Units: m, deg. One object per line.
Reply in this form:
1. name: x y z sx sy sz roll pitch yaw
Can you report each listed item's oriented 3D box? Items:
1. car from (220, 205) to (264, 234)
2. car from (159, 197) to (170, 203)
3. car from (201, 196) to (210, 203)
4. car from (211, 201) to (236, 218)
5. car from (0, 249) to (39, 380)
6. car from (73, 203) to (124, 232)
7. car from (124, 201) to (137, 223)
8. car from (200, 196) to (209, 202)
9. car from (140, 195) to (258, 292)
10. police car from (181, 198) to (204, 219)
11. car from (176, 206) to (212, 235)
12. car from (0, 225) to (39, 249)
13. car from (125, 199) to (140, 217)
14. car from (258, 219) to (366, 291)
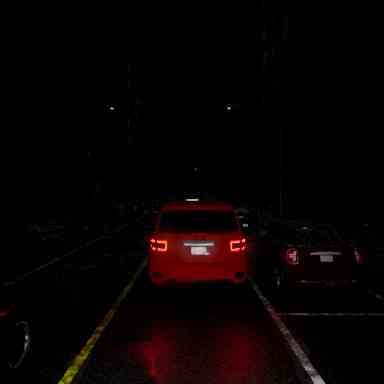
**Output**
1. car: 2.863 1.552 20.001 2.008 1.369 4.403 0 0 0
2. car: -5.604 1.626 68.111 1.802 1.307 4.206 0 0 0
3. car: 2.933 1.580 73.673 1.752 1.417 4.829 0 0 0
4. car: 2.869 1.569 31.003 1.947 1.339 4.313 0 0 0
5. car: -3.101 1.564 2.774 1.994 1.385 4.181 0 0 0
6. car: -5.662 1.567 20.005 1.947 1.339 4.313 0 0 0
7. car: -5.660 1.584 25.506 1.802 1.307 4.206 0 0 0
8. car: 2.946 1.617 78.911 2.008 1.369 4.403 0 0 0
9. car: 0.108 1.221 9.082 2.150 2.045 5.566 0 0 -1
10. police car: 0.014 1.428 30.116 1.930 1.638 5.238 0 0 0
11. car: 0.108 1.602 19.852 1.895 1.301 4.718 0 0 0
12. car: -5.667 1.582 9.002 1.802 1.307 4.206 0 0 0
13. car: -5.657 1.444 31.008 1.967 1.590 4.097 0 0 0
14. car: 2.858 1.440 8.998 1.967 1.590 4.097 0 0 0
